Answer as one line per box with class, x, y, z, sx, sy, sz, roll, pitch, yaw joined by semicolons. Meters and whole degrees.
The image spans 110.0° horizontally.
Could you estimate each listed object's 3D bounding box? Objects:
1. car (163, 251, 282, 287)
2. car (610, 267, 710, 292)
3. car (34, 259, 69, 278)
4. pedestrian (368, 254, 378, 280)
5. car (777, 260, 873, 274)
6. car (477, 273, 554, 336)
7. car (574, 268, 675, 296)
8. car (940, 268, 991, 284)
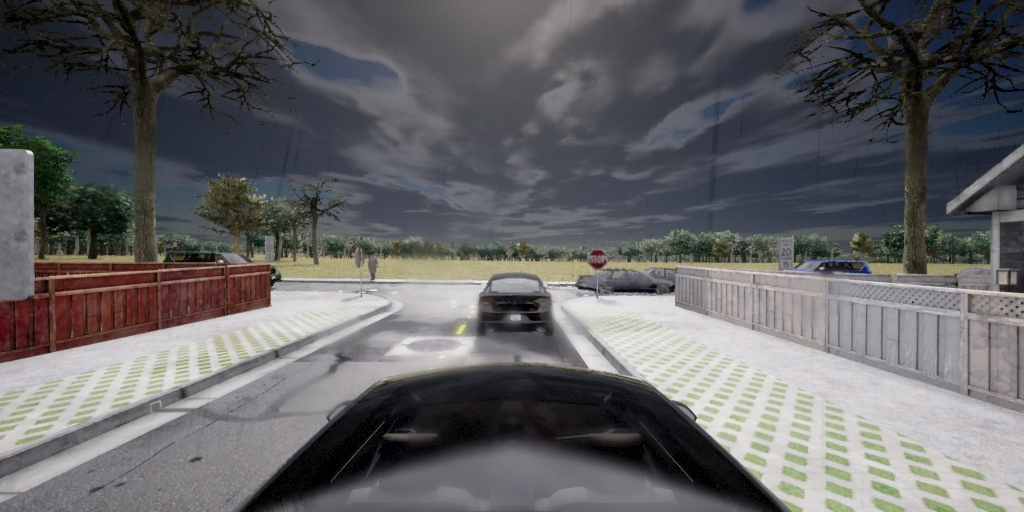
car;-15.559;0.764;19.239;5.566;2.045;2.150;1;0;0
car;9.113;1.435;22.413;5.357;1.411;2.033;1;0;-1
car;-26.809;0.722;19.145;4.553;1.767;2.097;1;0;-1
pedestrian;-9.750;0.748;25.152;0.375;1.860;0.375;0;-1;-1
car;19.329;1.253;22.510;5.566;2.045;2.150;1;0;-1
car;0.080;1.226;10.463;1.882;1.535;5.008;0;0;0
car;6.151;1.405;19.439;5.357;1.411;2.033;1;0;-1
car;29.649;1.529;22.591;4.553;1.767;2.097;1;0;-1
